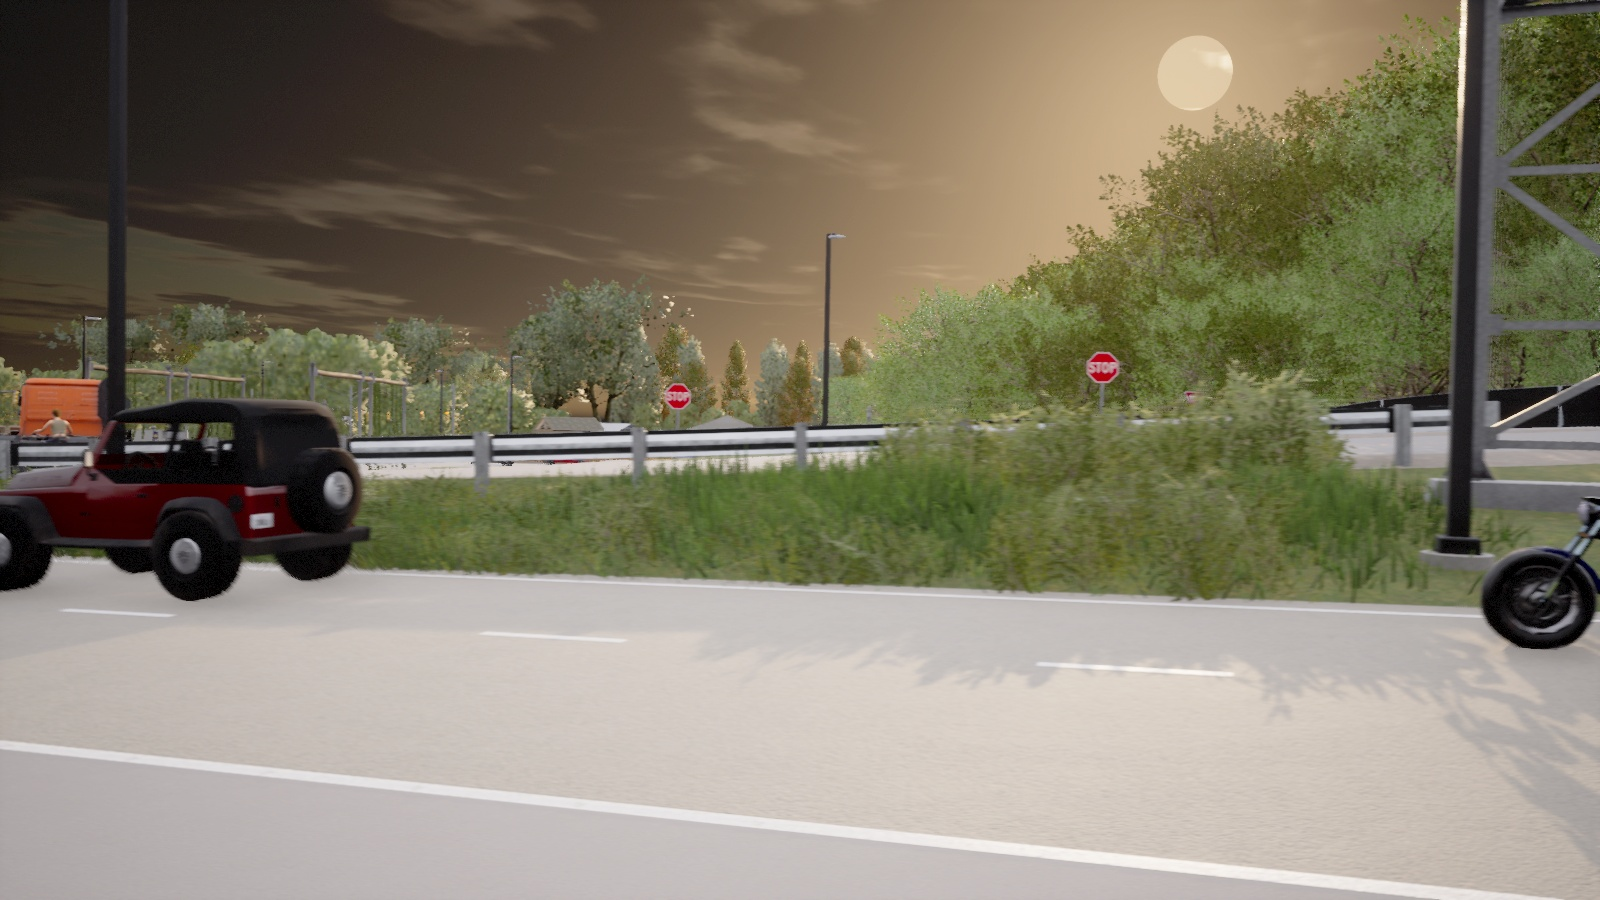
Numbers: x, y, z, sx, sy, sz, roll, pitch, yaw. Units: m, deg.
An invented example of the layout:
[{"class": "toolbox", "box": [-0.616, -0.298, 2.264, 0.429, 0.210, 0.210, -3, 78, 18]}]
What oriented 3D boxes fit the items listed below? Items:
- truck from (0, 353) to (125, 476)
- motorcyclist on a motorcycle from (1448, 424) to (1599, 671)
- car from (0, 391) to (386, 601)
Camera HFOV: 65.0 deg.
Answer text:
[{"class": "truck", "box": [-23.496, -0.934, 39.746, 2.891, 3.462, 7.936, 1, -2, -22]}, {"class": "motorcyclist on a motorcycle", "box": [5.827, 0.649, 8.616, 2.350, 1.649, 0.766, 0, 1, 19]}, {"class": "car", "box": [-6.435, 0.382, 12.741, 3.866, 1.878, 1.905, 1, 1, 19]}]
